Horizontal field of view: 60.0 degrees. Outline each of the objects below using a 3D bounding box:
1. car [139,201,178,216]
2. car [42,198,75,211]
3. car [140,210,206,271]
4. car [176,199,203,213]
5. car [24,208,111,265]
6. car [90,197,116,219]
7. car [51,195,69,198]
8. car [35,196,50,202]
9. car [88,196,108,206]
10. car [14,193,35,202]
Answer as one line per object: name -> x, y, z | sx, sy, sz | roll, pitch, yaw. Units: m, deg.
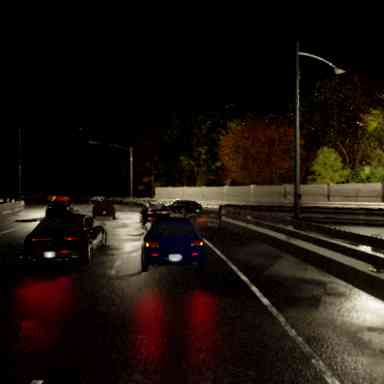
car -> -2.605, 1.506, 23.063 | 2.128, 1.511, 4.902 | 0, 0, -12
car -> -10.926, 1.550, 27.547 | 1.837, 1.490, 4.892 | 0, 0, -15
car -> -0.660, 1.531, 10.823 | 1.812, 1.442, 4.674 | 0, 0, -6
car -> -0.953, 1.515, 33.191 | 1.837, 1.490, 4.892 | 0, 0, -38
car -> -4.268, 1.522, 11.809 | 1.837, 1.490, 4.892 | 0, 0, -6
car -> -7.753, 1.510, 29.174 | 1.882, 1.535, 5.008 | 0, 0, -16
car -> -29.488, 1.364, 75.453 | 2.097, 1.767, 4.553 | 0, 1, -42
car -> -35.178, 1.550, 76.403 | 4.181, 1.385, 1.994 | 0, 0, 44
car -> -16.264, 1.561, 57.405 | 2.128, 1.511, 4.902 | 0, 0, -31
car -> -37.689, 1.233, 73.962 | 5.566, 2.045, 2.150 | 0, 0, 44
